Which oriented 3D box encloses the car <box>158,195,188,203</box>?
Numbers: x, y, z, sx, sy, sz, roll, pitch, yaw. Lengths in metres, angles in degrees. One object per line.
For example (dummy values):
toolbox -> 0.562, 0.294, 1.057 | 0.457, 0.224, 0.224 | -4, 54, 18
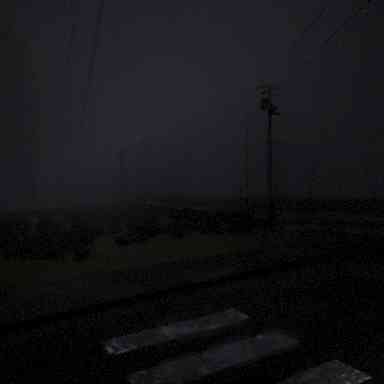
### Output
car -> -2.799, 1.124, 48.090 | 2.033, 1.411, 5.357 | -1, 1, -36
